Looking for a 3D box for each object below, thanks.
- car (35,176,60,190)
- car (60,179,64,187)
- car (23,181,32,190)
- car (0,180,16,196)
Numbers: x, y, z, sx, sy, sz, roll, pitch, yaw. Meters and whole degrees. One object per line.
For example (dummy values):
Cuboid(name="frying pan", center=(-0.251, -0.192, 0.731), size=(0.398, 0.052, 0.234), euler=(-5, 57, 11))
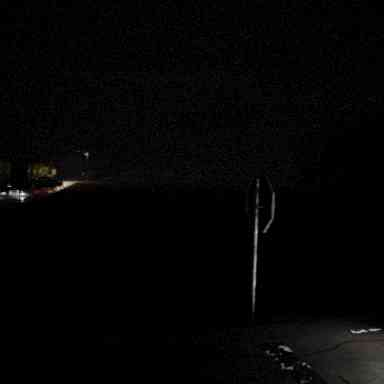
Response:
Cuboid(name="car", center=(-19.077, -1.256, 43.634), size=(2.097, 1.767, 4.553), euler=(1, 3, -16))
Cuboid(name="car", center=(-21.874, -1.603, 53.444), size=(1.994, 1.385, 4.181), euler=(1, 3, -16))
Cuboid(name="car", center=(-21.373, -0.959, 41.301), size=(1.895, 1.301, 4.718), euler=(1, 3, -16))
Cuboid(name="car", center=(-18.614, -0.456, 31.434), size=(2.033, 1.411, 5.357), euler=(1, 3, -15))
